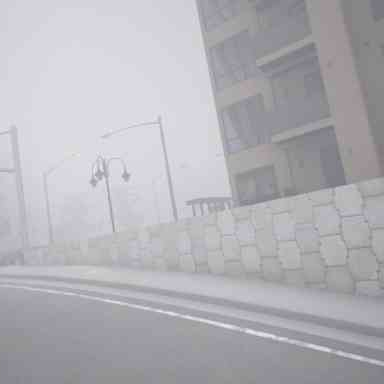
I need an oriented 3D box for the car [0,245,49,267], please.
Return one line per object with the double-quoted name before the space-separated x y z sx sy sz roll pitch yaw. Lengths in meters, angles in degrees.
"car" -14.643 5.693 29.941 1.837 1.490 4.892 -15 -8 35
